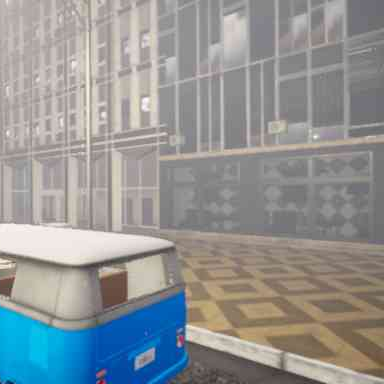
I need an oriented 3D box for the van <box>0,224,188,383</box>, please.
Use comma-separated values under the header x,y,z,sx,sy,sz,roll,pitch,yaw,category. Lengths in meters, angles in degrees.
x,y,z,sx,sy,sz,roll,pitch,yaw,category
-1.959,1.373,4.269,3.998,1.788,1.690,-1,0,35,van
